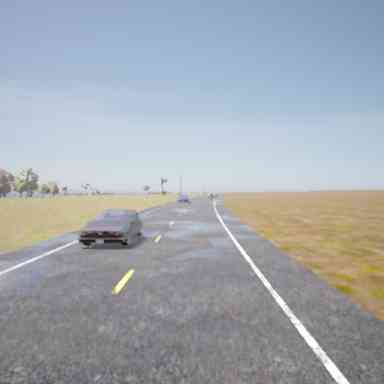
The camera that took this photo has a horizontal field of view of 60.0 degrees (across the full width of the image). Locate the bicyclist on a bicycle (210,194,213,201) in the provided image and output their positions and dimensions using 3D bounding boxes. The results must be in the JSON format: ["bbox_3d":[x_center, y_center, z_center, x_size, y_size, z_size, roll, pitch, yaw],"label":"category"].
[{"bbox_3d":[3.788,1.137,66.927,0.582,1.620,1.656,0,0,5],"label":"bicyclist on a bicycle"}]

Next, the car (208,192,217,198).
[{"bbox_3d":[5.461,0.994,93.980,1.895,1.301,4.718,0,0,7],"label":"car"}]

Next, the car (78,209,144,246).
[{"bbox_3d":[-3.420,1.480,15.192,2.033,1.411,5.357,0,0,1],"label":"car"}]

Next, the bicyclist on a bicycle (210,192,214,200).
[{"bbox_3d":[4.568,1.009,75.814,0.659,1.776,1.843,0,1,5],"label":"bicyclist on a bicycle"}]

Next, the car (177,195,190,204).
[{"bbox_3d":[-1.445,1.211,57.531,1.882,1.535,5.008,0,0,5],"label":"car"}]
